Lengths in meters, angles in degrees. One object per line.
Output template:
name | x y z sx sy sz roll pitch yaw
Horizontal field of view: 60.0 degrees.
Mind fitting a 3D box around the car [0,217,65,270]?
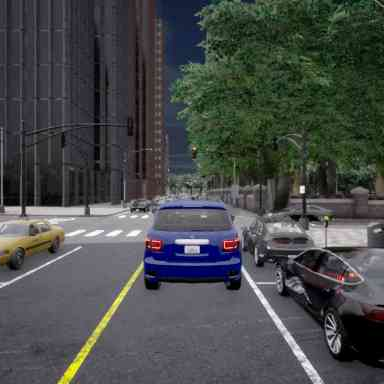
car | -5.790 1.526 11.037 1.752 1.417 4.829 0 0 0

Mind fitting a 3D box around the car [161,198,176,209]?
car | -3.218 1.548 45.950 1.812 1.442 4.674 0 0 0

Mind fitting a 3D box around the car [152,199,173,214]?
car | -3.234 1.538 36.779 1.812 1.442 4.674 0 0 1

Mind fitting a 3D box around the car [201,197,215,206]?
car | 2.621 1.583 54.272 2.008 1.369 4.403 0 0 0

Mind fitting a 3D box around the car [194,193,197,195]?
car | -0.192 1.580 74.723 2.128 1.511 4.902 0 0 0

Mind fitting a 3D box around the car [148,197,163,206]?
car | -5.904 1.582 54.242 2.008 1.369 4.403 0 0 0

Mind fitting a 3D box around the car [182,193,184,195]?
car | -3.181 1.542 69.449 2.128 1.511 4.902 0 0 0

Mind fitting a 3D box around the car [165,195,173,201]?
car | -5.990 1.617 86.984 1.887 1.381 4.507 0 0 0

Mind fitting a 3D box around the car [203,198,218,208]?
car | 2.635 1.591 48.816 1.947 1.339 4.313 0 0 0

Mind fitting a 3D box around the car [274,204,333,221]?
car | 8.313 1.688 25.529 4.902 1.511 2.128 1 0 -7

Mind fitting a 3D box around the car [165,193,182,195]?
car | -3.230 1.386 56.841 2.097 1.767 4.553 0 0 0

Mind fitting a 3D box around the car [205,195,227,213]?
car | 2.664 1.328 37.903 2.192 1.841 5.009 0 0 0

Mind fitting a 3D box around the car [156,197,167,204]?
car | -5.933 1.627 65.156 1.802 1.307 4.206 0 0 0

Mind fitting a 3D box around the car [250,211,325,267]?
car | 2.734 1.551 11.238 2.008 1.369 4.403 0 0 0

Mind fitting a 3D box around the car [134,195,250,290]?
car | 0.050 1.222 9.218 2.150 2.045 5.566 0 0 1

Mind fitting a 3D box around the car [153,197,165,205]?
car | -5.918 1.620 59.699 1.802 1.307 4.206 0 0 0

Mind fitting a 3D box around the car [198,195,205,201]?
car | 2.535 1.598 87.181 1.752 1.417 4.829 0 0 0

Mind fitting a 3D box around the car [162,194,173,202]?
car | -5.975 1.380 81.528 2.192 1.841 5.009 0 0 0

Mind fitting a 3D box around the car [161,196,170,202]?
car | -5.961 1.640 76.071 1.802 1.307 4.206 0 0 0

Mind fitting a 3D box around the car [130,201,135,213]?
car | -5.861 1.579 37.872 1.947 1.339 4.313 0 0 0

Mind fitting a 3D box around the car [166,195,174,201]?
car | -6.004 1.626 92.442 1.887 1.381 4.507 0 0 0

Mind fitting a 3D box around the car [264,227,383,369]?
car | 2.749 1.566 5.725 1.947 1.339 4.313 0 0 0

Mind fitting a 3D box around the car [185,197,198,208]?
car | -0.053 1.530 48.961 1.837 1.490 4.892 0 0 0
